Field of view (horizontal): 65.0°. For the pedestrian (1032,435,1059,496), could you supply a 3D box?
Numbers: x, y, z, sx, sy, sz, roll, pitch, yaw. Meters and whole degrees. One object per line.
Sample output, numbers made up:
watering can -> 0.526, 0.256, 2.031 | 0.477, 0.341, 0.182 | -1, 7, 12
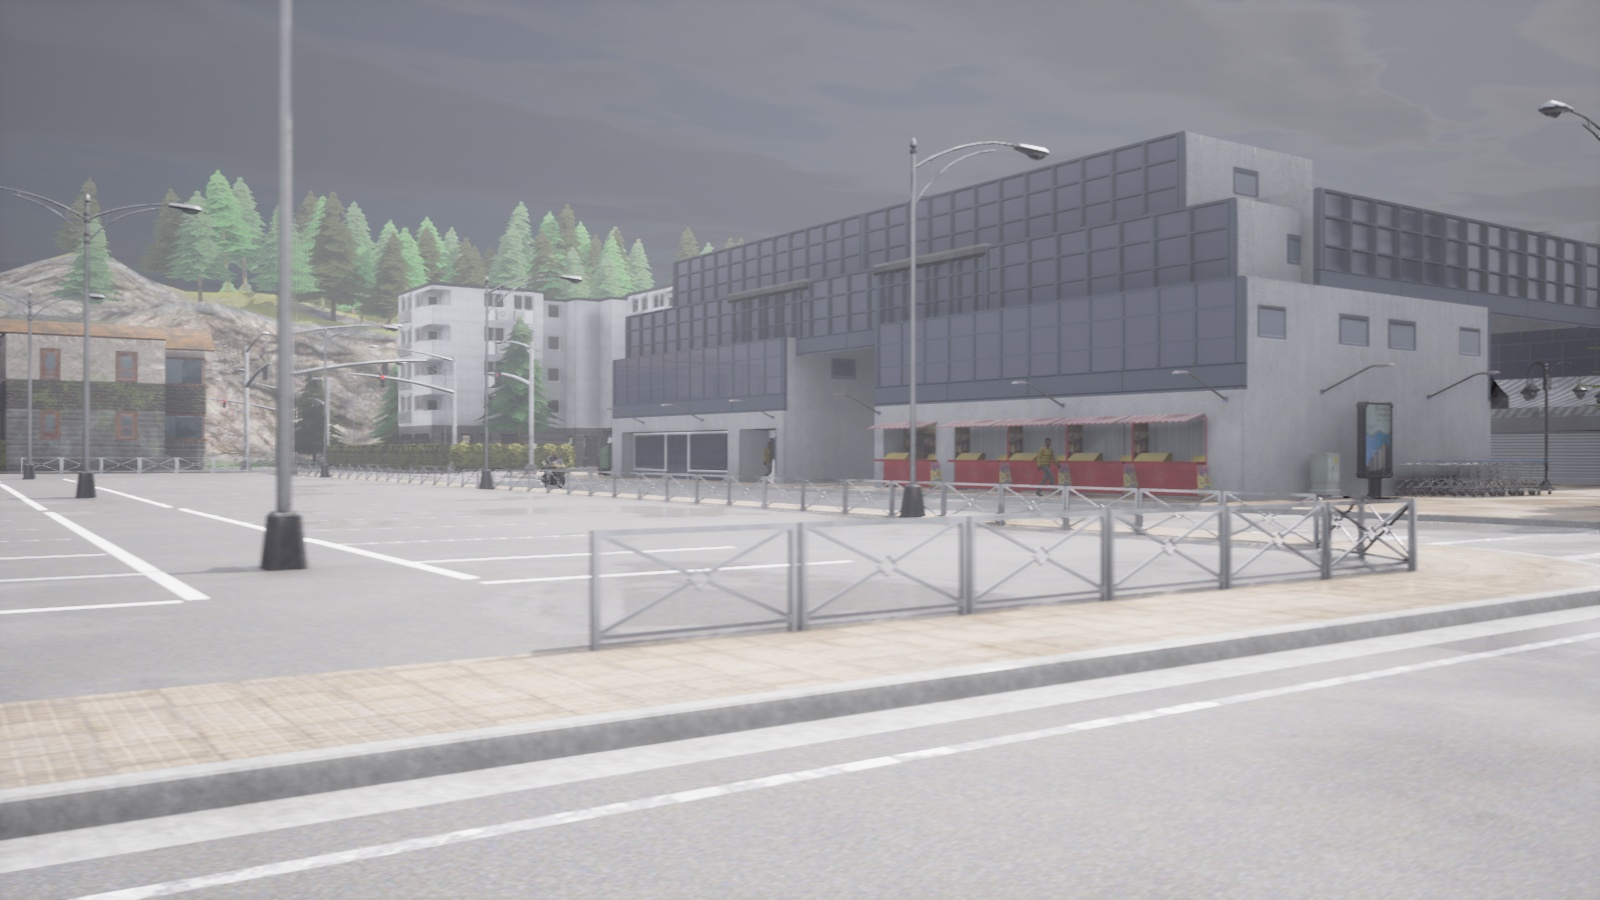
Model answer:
pedestrian -> 7.462, 0.468, 38.220 | 0.431, 1.840, 0.709 | 0, 0, -37

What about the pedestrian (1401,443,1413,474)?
pedestrian -> 36.571, 0.498, 75.673 | 0.345, 1.836, 0.594 | 0, 0, -36

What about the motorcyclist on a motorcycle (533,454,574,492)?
motorcyclist on a motorcycle -> -10.180, 0.913, 51.800 | 0.866, 1.530, 2.191 | 0, 0, -34

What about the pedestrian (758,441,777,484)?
pedestrian -> -1.413, 0.526, 54.042 | 0.709, 1.840, 0.431 | 0, 0, 44
